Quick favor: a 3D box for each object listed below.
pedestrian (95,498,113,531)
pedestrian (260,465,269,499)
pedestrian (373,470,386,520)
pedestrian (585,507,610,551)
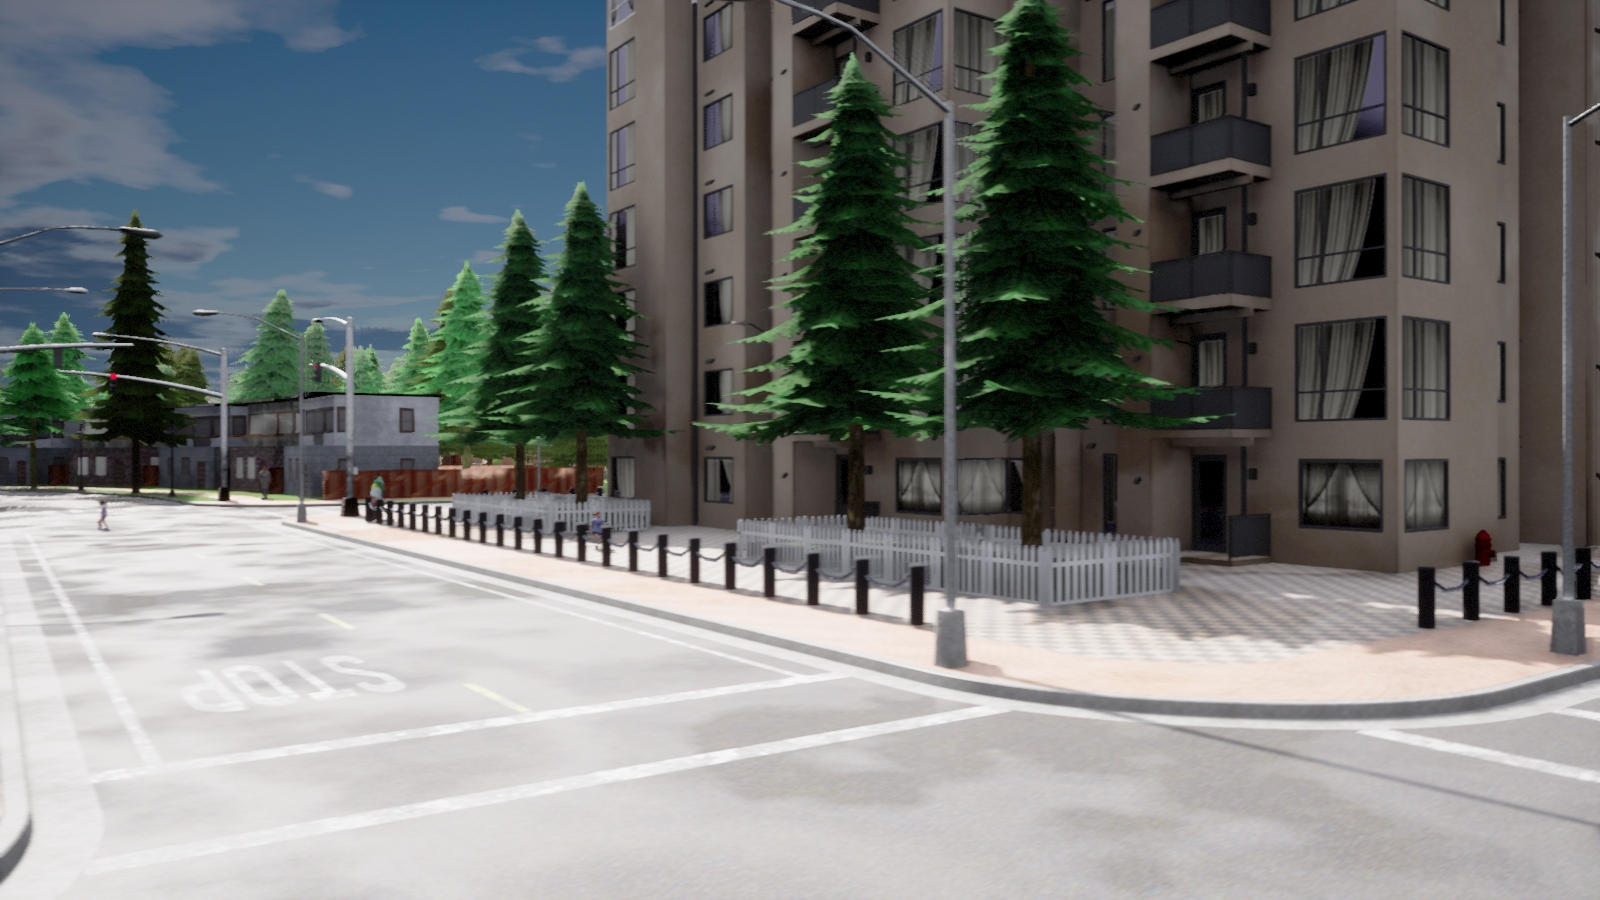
[{"bbox_3d":[-24.549,2.270,40.293,0.500,1.100,0.500,0,0,-34],"label":"pedestrian"},{"bbox_3d":[-28.764,1.715,61.352,0.375,1.860,0.375,0,0,-39],"label":"pedestrian"},{"bbox_3d":[-15.978,1.712,43.416,0.375,1.860,0.375,0,0,-35],"label":"pedestrian"},{"bbox_3d":[-5.348,2.072,30.142,0.500,1.100,0.500,0,0,-32],"label":"pedestrian"}]
